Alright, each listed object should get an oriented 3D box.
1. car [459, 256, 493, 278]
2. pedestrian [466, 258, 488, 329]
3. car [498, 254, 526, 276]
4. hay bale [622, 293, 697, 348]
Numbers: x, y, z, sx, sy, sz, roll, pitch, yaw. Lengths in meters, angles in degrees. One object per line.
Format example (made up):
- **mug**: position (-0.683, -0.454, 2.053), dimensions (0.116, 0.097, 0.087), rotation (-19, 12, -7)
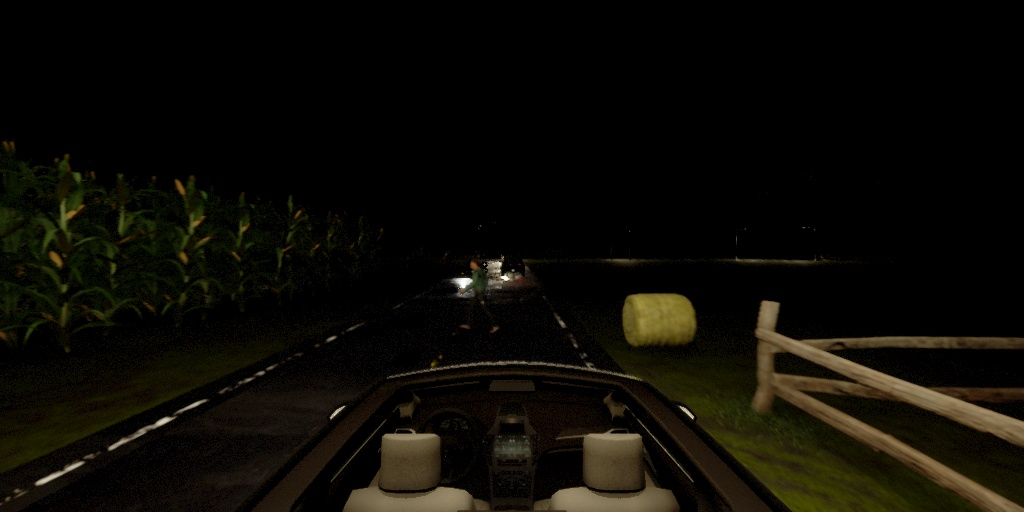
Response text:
- **car**: position (-2.817, 0.892, 27.603), dimensions (1.994, 1.385, 4.181), rotation (0, 1, 0)
- **pedestrian**: position (-0.839, 0.928, 8.728), dimensions (0.375, 1.860, 0.375), rotation (0, 1, -2)
- **car**: position (0.090, 0.801, 29.512), dimensions (1.837, 1.490, 4.892), rotation (0, 1, 0)
- **hay bale**: position (3.126, 1.304, 7.779), dimensions (1.220, 1.180, 1.240), rotation (0, 0, 0)
